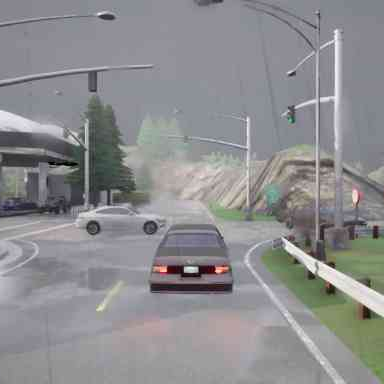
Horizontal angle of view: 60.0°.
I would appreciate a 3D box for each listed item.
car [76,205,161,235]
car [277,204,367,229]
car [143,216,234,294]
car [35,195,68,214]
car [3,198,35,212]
[{"bbox_3d":[-3.644,1.415,17.416,4.674,1.442,1.812,0,0,-1],"label":"car"},{"bbox_3d":[6.608,1.358,17.623,2.033,1.411,5.357,0,0,-18],"label":"car"},{"bbox_3d":[0.033,1.547,8.932,2.033,1.411,5.357,0,0,1],"label":"car"},{"bbox_3d":[-14.595,1.313,35.248,1.905,1.878,3.866,0,0,-1],"label":"car"},{"bbox_3d":[-20.310,1.480,39.515,2.242,1.667,4.611,0,0,-1],"label":"car"}]
